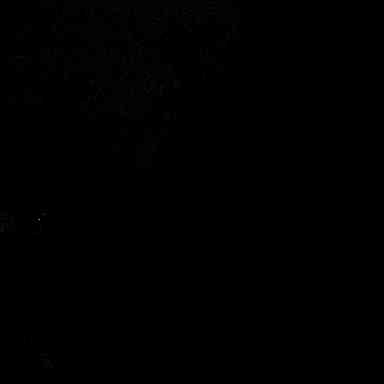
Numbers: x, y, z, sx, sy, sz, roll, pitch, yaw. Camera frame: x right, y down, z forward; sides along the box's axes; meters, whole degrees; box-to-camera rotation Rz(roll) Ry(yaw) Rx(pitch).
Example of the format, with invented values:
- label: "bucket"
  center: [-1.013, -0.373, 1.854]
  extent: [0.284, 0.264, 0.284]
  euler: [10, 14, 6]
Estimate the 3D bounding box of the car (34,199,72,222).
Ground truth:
- label: "car"
  center: [-9.018, 1.304, 24.465]
  extent: [1.837, 1.490, 4.892]
  euler: [1, 0, 32]
